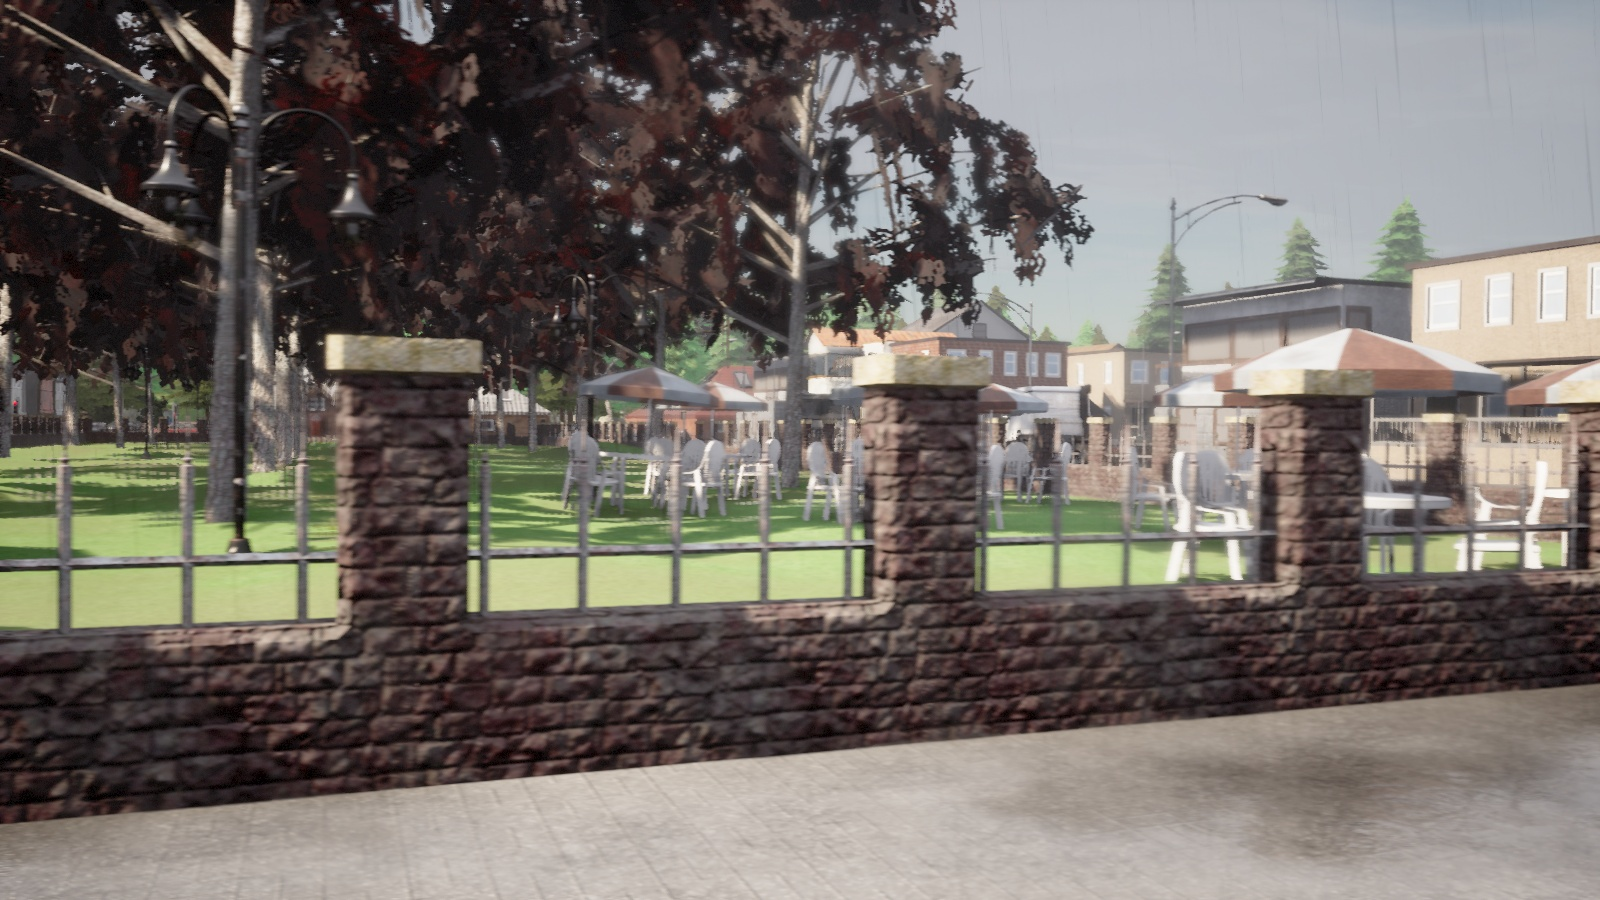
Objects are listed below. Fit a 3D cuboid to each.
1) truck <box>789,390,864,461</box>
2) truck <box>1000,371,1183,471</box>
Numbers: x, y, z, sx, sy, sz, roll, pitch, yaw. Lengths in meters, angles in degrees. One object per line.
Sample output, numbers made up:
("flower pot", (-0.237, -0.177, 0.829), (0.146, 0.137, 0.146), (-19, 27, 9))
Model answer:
("truck", (1.501, -1.273, 65.882), (2.891, 3.462, 7.936), (-1, 1, 8))
("truck", (10.886, -1.080, 47.853), (2.891, 3.462, 7.936), (-1, 1, -20))
